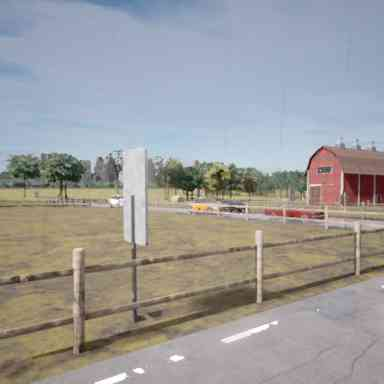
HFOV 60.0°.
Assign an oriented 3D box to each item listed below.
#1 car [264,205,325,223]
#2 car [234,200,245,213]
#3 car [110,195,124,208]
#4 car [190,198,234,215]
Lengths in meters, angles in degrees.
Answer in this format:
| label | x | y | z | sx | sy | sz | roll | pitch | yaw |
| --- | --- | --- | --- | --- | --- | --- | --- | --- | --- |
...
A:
| label | x | y | z | sx | sy | sz | roll | pitch | yaw |
| --- | --- | --- | --- | --- | --- | --- | --- | --- | --- |
| car | 8.100 | 1.667 | 26.268 | 1.895 | 1.301 | 4.718 | -1 | 0 | -36 |
| car | 3.817 | 1.566 | 37.328 | 1.837 | 1.490 | 4.892 | -1 | 0 | -35 |
| car | -11.433 | 1.518 | 53.805 | 2.150 | 2.045 | 5.566 | -1 | 0 | -35 |
| car | 1.802 | 1.454 | 35.070 | 2.097 | 1.767 | 4.553 | -1 | 0 | -35 |
